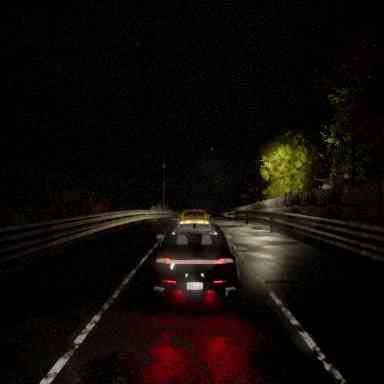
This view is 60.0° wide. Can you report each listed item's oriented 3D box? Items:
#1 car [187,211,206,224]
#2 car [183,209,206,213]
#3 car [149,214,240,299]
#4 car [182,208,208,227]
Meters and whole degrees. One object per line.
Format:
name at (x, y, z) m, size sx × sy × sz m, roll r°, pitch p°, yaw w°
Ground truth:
car at (0.564, 2.730, 36.060) m, size 1.895 × 1.301 × 4.718 m, roll 0°, pitch -4°, yaw 2°
car at (0.157, 1.850, 21.195) m, size 1.882 × 1.535 × 5.008 m, roll 0°, pitch -2°, yaw 1°
car at (0.067, 1.544, 8.519) m, size 2.128 × 1.511 × 4.902 m, roll 0°, pitch -1°, yaw 0°
car at (0.299, 2.255, 29.871) m, size 2.128 × 1.511 × 4.902 m, roll 0°, pitch -3°, yaw 1°
